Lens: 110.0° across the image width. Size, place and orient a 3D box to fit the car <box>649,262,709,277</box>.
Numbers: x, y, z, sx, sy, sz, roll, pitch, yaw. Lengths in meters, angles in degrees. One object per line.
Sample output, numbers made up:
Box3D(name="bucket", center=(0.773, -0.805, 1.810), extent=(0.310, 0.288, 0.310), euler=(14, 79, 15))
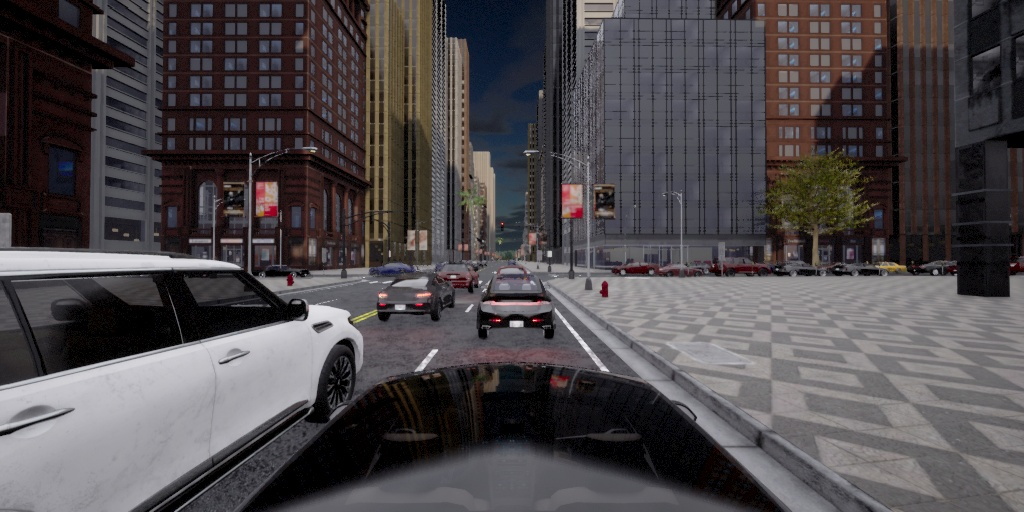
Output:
Box3D(name="car", center=(15.303, 1.326, 32.966), extent=(4.207, 1.307, 1.802), euler=(0, 0, -1))

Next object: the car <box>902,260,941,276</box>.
Box3D(name="car", center=(42.840, 1.205, 36.031), extent=(4.892, 1.490, 1.837), euler=(0, -1, -1))

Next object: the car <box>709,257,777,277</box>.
Box3D(name="car", center=(20.941, 1.040, 33.056), extent=(5.009, 1.841, 2.192), euler=(0, 0, -1))

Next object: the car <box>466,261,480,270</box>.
Box3D(name="car", center=(-6.601, 1.557, 61.326), extent=(1.812, 1.442, 4.674), euler=(0, 0, 0))

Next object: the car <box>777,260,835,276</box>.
Box3D(name="car", center=(26.578, 1.274, 33.145), extent=(4.313, 1.339, 1.948), euler=(0, 0, -1))

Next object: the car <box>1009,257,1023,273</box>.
Box3D(name="car", center=(49.130, 0.972, 33.505), extent=(5.009, 1.841, 2.192), euler=(0, 0, -1))

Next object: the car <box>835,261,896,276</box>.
Box3D(name="car", center=(32.215, 1.259, 33.235), extent=(4.313, 1.339, 1.948), euler=(0, 0, -1))

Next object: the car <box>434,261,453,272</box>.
Box3D(name="car", center=(-9.858, 1.492, 51.951), extent=(1.812, 1.442, 4.674), euler=(0, 0, 0))

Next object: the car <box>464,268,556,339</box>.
Box3D(name="car", center=(0.095, 1.248, 10.103), extent=(2.128, 1.511, 4.902), euler=(0, 0, 0))

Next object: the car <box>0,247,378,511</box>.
Box3D(name="car", center=(-3.155, 0.972, 2.635), extent=(2.150, 2.045, 5.566), euler=(0, 0, 0))

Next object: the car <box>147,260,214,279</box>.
Box3D(name="car", center=(-32.231, 1.320, 34.986), extent=(4.553, 1.767, 2.097), euler=(0, -1, 0))

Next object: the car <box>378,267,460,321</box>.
Box3D(name="car", center=(-3.155, 1.287, 12.414), extent=(1.812, 1.442, 4.674), euler=(0, 0, 0))

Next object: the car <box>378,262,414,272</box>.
Box3D(name="car", center=(-12.758, 1.417, 38.229), extent=(4.674, 1.442, 1.812), euler=(-1, -1, 0))

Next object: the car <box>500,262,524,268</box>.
Box3D(name="car", center=(-0.008, 1.259, 19.603), extent=(1.882, 1.535, 5.008), euler=(0, 0, 0))

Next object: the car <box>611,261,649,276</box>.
Box3D(name="car", center=(13.252, 1.297, 38.719), extent=(5.008, 1.535, 1.882), euler=(0, -1, -2))

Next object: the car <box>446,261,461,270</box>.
Box3D(name="car", center=(-9.851, 1.554, 60.873), extent=(1.812, 1.442, 4.674), euler=(0, 0, 0))

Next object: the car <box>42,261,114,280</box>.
Box3D(name="car", center=(-42.285, 1.366, 35.004), extent=(4.553, 1.767, 2.097), euler=(0, -1, 1))

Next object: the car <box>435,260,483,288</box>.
Box3D(name="car", center=(-3.157, 1.140, 21.394), extent=(2.097, 1.767, 4.553), euler=(0, 0, 0))

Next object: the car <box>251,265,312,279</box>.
Box3D(name="car", center=(-22.413, 1.524, 34.979), extent=(4.718, 1.301, 1.895), euler=(0, -1, -3))

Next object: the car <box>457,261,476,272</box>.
Box3D(name="car", center=(-6.618, 1.460, 52.227), extent=(2.128, 1.511, 4.902), euler=(0, 0, 0))

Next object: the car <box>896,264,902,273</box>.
Box3D(name="car", center=(43.192, 1.294, 41.936), extent=(4.829, 1.417, 1.751), euler=(0, 0, -1))

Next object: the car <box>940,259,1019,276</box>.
Box3D(name="car", center=(43.491, 1.213, 33.415), extent=(4.507, 1.381, 1.888), euler=(0, 0, -1))
